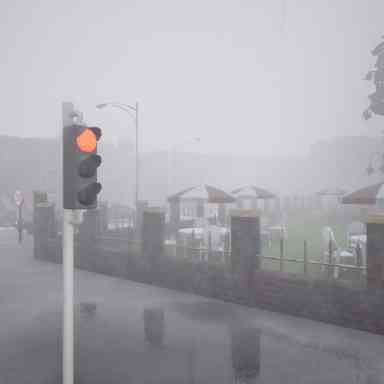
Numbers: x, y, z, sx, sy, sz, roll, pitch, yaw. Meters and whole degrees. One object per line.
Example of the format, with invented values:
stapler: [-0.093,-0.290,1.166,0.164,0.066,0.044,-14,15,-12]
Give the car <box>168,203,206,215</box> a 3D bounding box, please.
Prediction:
car: [-0.446,1.505,34.450,1.837,1.490,4.892,0,0,35]

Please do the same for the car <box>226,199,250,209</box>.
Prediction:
car: [5.570,1.478,42.730,1.882,1.535,5.008,0,0,42]

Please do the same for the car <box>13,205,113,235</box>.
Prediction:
car: [-6.909,1.601,18.106,1.895,1.301,4.718,0,0,35]

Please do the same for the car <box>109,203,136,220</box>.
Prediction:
car: [-6.316,1.564,26.187,1.994,1.385,4.181,0,0,35]
